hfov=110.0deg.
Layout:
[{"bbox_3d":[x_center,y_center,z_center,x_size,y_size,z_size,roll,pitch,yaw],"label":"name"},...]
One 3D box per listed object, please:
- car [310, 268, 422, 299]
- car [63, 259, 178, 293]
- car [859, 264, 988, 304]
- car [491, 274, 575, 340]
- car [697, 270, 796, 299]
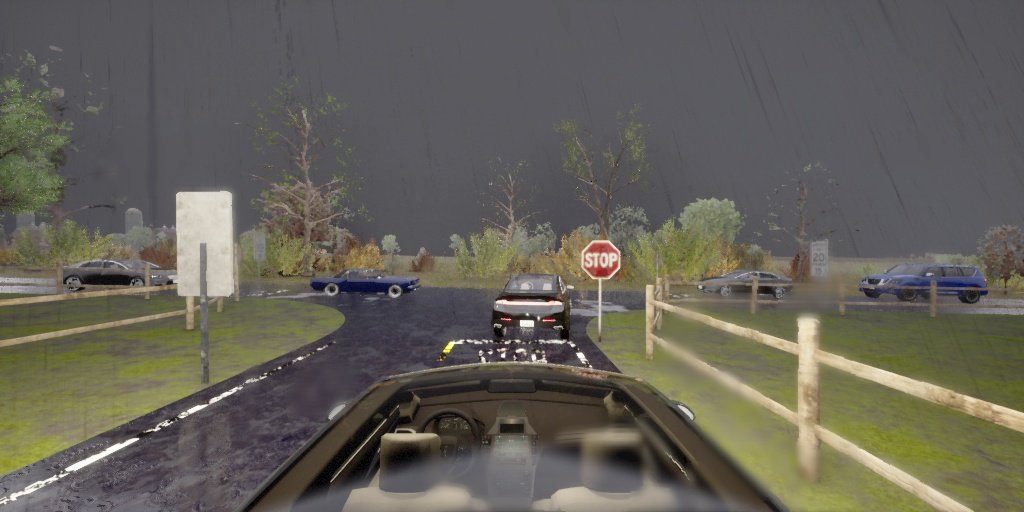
[{"bbox_3d":[-6.822,1.248,17.138,4.718,1.301,1.895,1,1,0],"label":"car"},{"bbox_3d":[-18.490,0.885,17.154,4.902,1.511,2.128,1,1,0],"label":"car"},{"bbox_3d":[22.899,1.466,20.054,5.566,2.045,2.150,1,1,0],"label":"car"},{"bbox_3d":[0.706,1.240,10.107,2.128,1.511,4.902,0,0,9],"label":"car"},{"bbox_3d":[13.003,1.525,20.065,4.902,1.511,2.128,1,1,0],"label":"car"}]
